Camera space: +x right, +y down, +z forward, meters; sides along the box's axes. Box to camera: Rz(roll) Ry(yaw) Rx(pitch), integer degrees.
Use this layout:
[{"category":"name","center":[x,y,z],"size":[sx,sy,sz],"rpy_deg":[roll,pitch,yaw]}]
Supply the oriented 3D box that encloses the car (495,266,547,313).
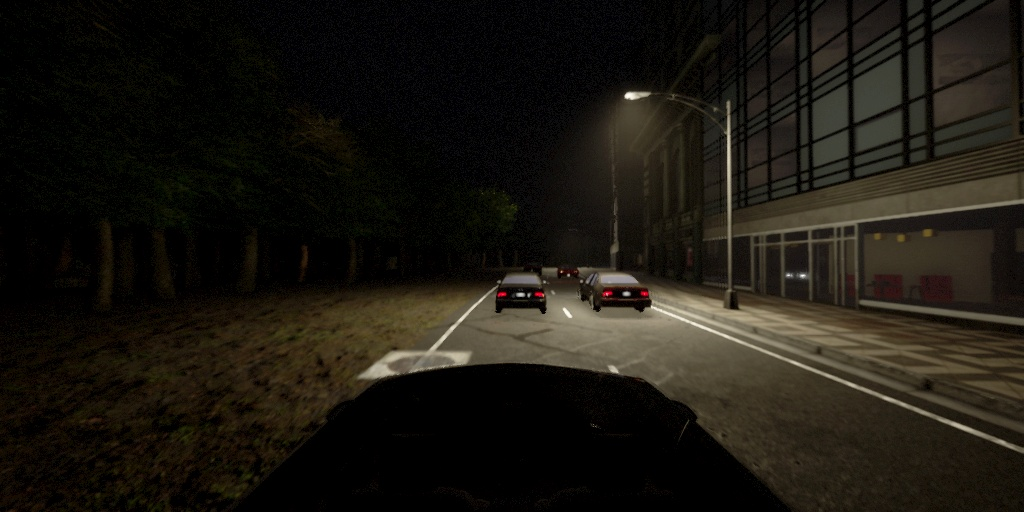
[{"category":"car","center":[0.377,1.304,14.074],"size":[2.033,1.411,5.357],"rpy_deg":[0,0,2]}]

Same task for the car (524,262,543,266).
[{"category":"car","center":[2.348,1.358,39.677],"size":[1.882,1.535,5.008],"rpy_deg":[0,0,6]}]

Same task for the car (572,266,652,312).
[{"category":"car","center":[3.886,1.307,14.346],"size":[2.033,1.411,5.357],"rpy_deg":[0,0,2]}]

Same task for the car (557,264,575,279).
[{"category":"car","center":[5.276,1.445,34.250],"size":[1.895,1.301,4.718],"rpy_deg":[0,0,6]}]
